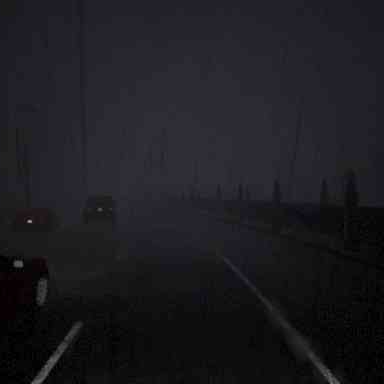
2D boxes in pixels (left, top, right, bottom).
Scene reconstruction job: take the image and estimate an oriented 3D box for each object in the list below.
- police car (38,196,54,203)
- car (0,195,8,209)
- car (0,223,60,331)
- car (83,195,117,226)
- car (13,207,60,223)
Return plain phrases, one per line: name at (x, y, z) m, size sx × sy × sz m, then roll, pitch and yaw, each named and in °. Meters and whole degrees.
police car at (-34.870, 1.710, 79.338) m, size 5.238 × 1.638 × 1.930 m, roll 0°, pitch 0°, yaw 42°
car at (-26.612, 1.430, 45.283) m, size 2.150 × 2.045 × 5.566 m, roll 0°, pitch 0°, yaw -30°
car at (-3.705, 1.487, 4.679) m, size 1.882 × 1.535 × 5.008 m, roll 0°, pitch 0°, yaw -3°
car at (-6.699, 1.257, 24.398) m, size 2.150 × 2.045 × 5.566 m, roll 0°, pitch 0°, yaw -14°
car at (-9.359, 1.608, 20.286) m, size 1.994 × 1.385 × 4.181 m, roll 0°, pitch 0°, yaw -12°
